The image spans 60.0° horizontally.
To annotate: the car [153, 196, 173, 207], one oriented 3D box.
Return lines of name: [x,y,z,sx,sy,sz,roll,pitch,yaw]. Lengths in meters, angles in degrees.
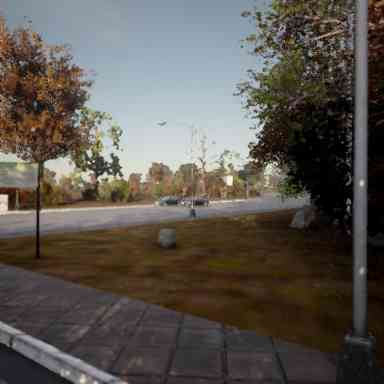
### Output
car: [-3.208,1.259,45.022,1.812,1.442,4.674,1,1,38]

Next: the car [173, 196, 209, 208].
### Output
car: [0.285,1.246,43.824,2.128,1.511,4.902,1,1,37]
